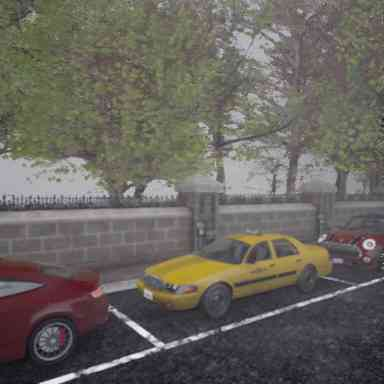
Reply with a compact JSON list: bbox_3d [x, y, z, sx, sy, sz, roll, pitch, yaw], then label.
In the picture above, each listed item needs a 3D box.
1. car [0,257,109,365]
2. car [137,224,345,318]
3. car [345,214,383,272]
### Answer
[{"bbox_3d":[-3.194,1.582,4.279,4.206,1.307,1.802,0,0,-35],"label":"car"},{"bbox_3d":[1.177,1.528,7.396,4.829,1.417,1.752,0,0,-35],"label":"car"},{"bbox_3d":[5.825,1.446,10.712,4.097,1.590,1.967,0,0,-35],"label":"car"}]
